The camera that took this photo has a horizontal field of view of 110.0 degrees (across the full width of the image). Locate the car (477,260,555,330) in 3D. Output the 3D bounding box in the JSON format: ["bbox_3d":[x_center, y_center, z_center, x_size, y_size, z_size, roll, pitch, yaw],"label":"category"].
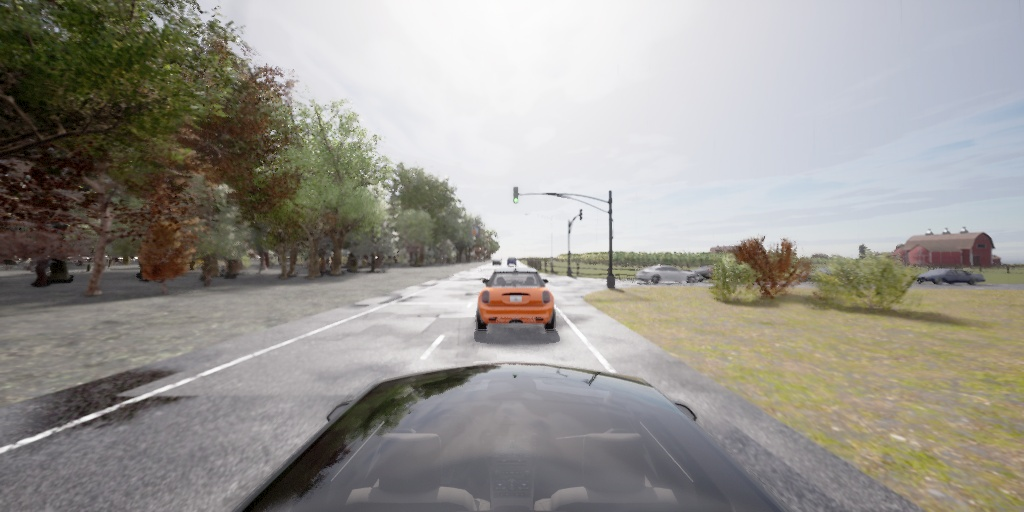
[{"bbox_3d":[0.106,1.132,11.378,2.097,1.767,4.553,0,0,0],"label":"car"}]

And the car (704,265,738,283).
[{"bbox_3d":[17.987,1.581,32.311,4.902,1.511,2.128,1,-1,1],"label":"car"}]

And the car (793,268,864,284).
[{"bbox_3d":[28.369,1.749,32.250,5.357,1.411,2.033,1,-1,0],"label":"car"}]

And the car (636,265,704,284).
[{"bbox_3d":[12.286,1.477,28.531,4.674,1.442,1.812,1,-2,-5],"label":"car"}]

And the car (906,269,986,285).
[{"bbox_3d":[38.931,1.864,32.197,5.357,1.411,2.033,1,-1,0],"label":"car"}]
